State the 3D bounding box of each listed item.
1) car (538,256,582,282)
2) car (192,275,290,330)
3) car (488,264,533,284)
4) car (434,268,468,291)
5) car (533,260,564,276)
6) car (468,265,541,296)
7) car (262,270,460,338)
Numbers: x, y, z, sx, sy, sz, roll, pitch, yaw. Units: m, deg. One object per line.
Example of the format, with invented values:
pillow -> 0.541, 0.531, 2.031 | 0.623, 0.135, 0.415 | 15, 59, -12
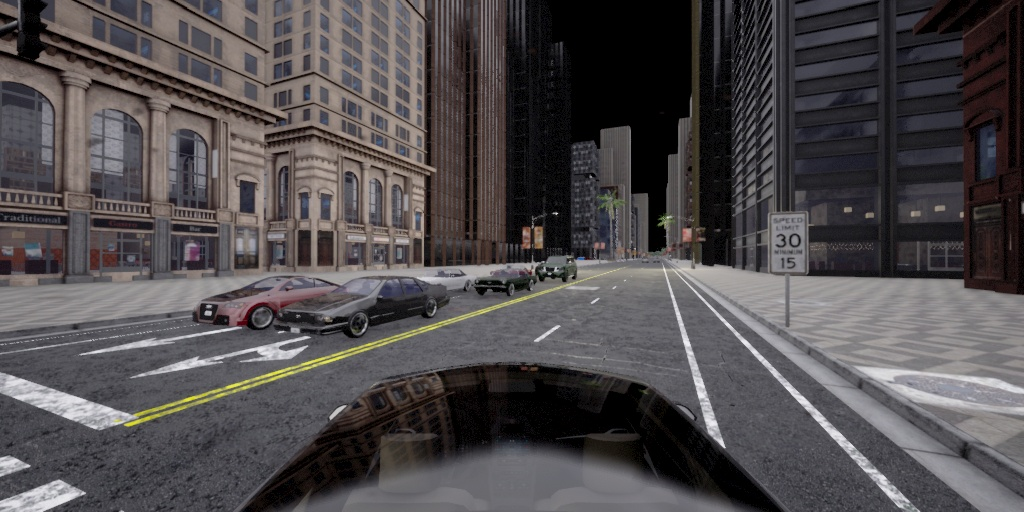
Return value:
car -> 3.858, 0.986, 29.342 | 2.150, 2.045, 5.566 | 0, 0, 22
car -> -7.170, 1.315, 11.206 | 1.994, 1.385, 4.181 | 0, 0, 23
car -> -0.010, 1.363, 28.506 | 1.895, 1.301, 4.718 | 0, 0, 23
car -> -3.823, 1.356, 19.303 | 1.895, 1.301, 4.718 | 0, 0, 23
car -> 3.931, 1.249, 37.921 | 1.882, 1.535, 5.008 | 0, 0, 23
car -> -0.238, 1.357, 19.461 | 1.895, 1.301, 4.718 | 0, 0, 23
car -> -3.907, 1.299, 10.601 | 2.033, 1.411, 5.357 | 0, 0, 22
